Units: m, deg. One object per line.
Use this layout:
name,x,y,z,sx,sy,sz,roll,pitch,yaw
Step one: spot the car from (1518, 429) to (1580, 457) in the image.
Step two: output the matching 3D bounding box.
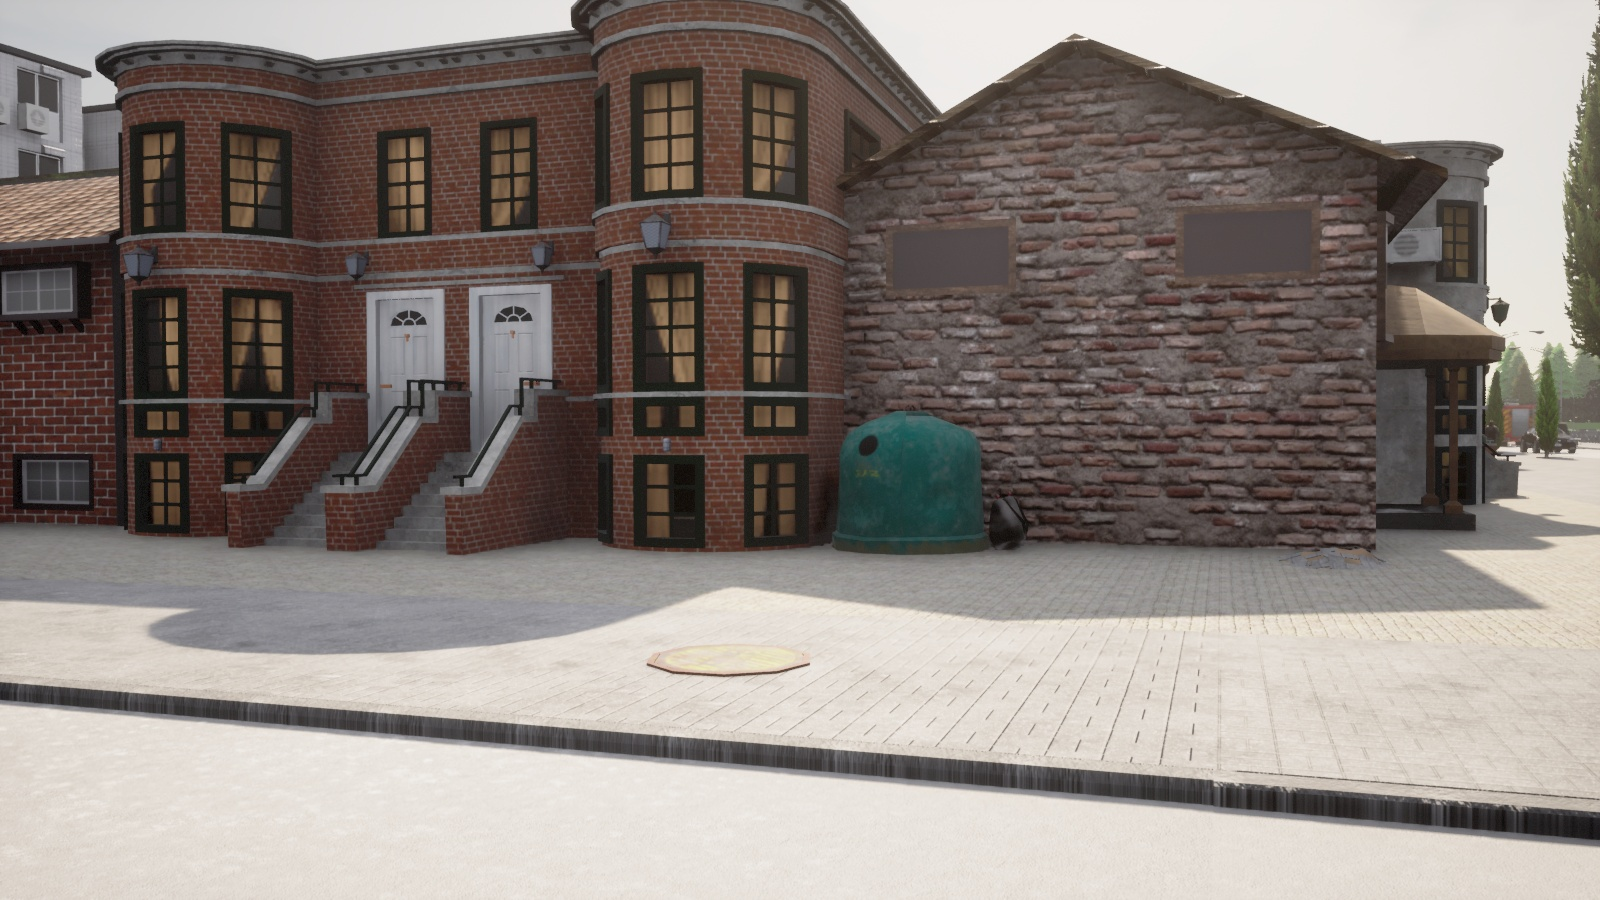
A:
car,44.959,-0.435,75.513,2.152,1.651,5.027,1,1,19

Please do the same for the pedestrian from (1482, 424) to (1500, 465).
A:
pedestrian,31.918,-0.271,58.019,0.563,1.883,0.849,1,1,38
